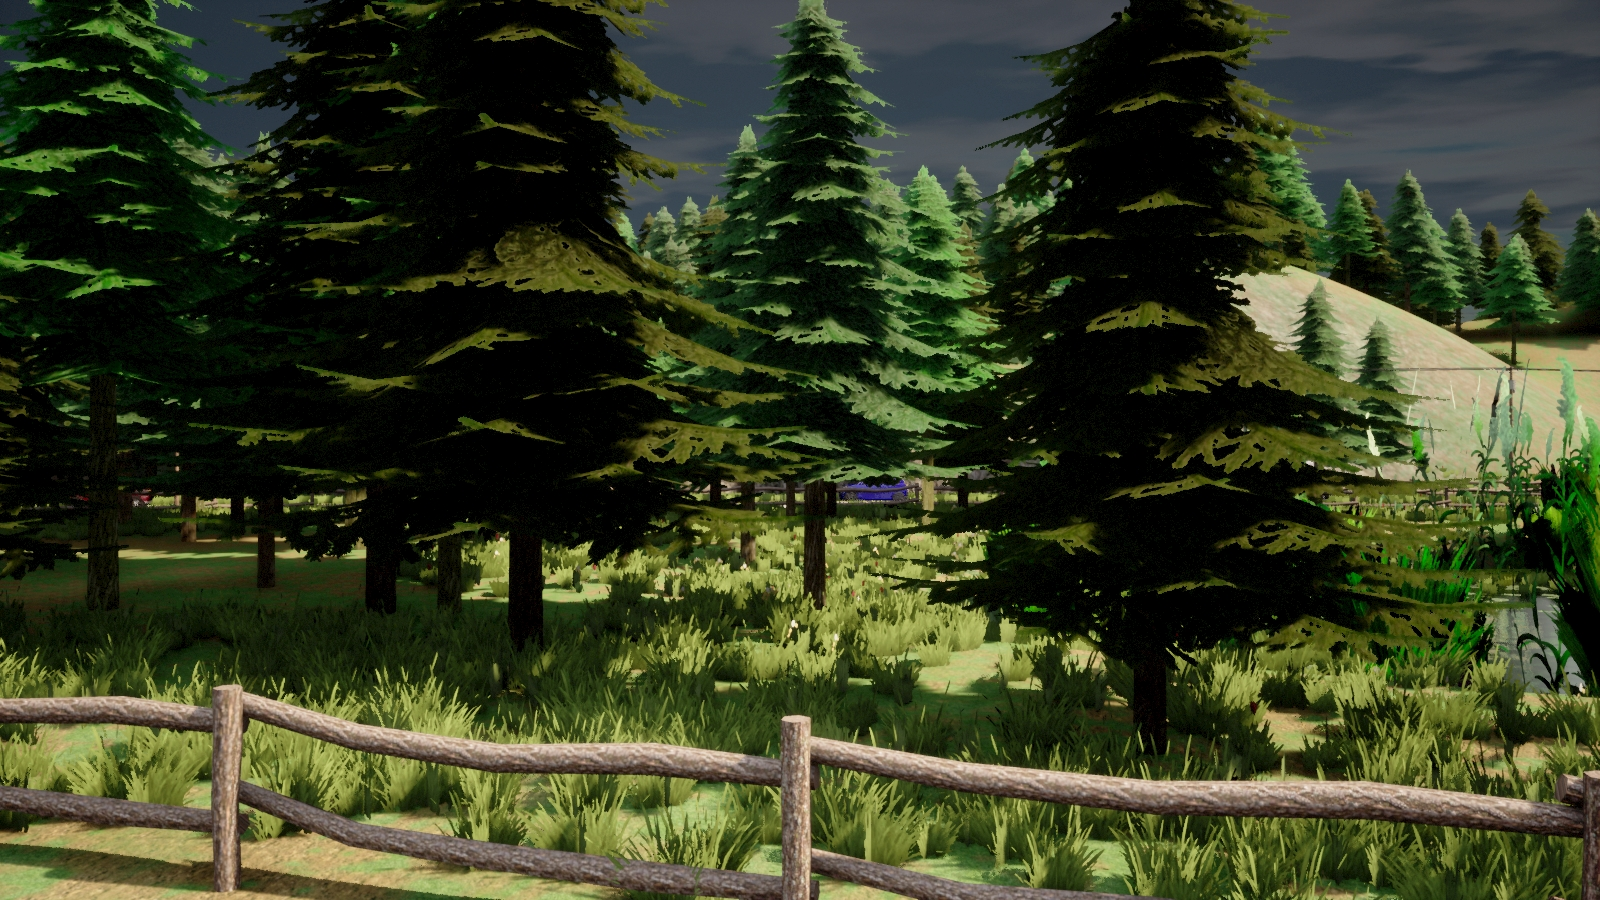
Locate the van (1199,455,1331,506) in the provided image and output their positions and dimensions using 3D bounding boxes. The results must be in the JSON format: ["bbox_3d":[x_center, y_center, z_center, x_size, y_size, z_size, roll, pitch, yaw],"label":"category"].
[{"bbox_3d":[23.675,1.535,58.327,5.915,2.561,1.988,0,0,7],"label":"van"}]
